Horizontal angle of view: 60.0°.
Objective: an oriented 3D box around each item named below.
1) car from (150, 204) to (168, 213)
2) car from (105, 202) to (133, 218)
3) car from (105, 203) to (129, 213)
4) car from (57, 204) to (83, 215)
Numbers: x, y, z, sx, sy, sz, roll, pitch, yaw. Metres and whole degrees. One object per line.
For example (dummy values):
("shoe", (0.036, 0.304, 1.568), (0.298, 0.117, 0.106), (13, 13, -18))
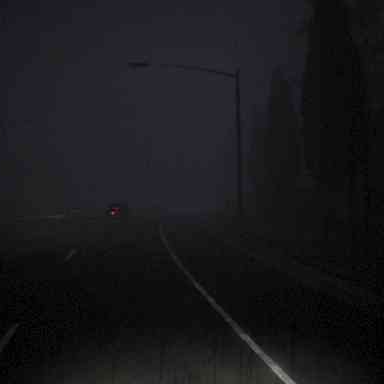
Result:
("car", (-5.146, 2.544, 52.394), (1.895, 1.301, 4.718), (-1, -2, 8))
("car", (-7.280, 1.803, 33.365), (1.837, 1.490, 4.892), (-2, -2, 2))
("car", (-12.147, 2.598, 53.988), (2.128, 1.511, 4.902), (-1, -2, 9))
("car", (-16.843, 2.390, 46.022), (2.128, 1.511, 4.902), (-1, -2, 8))
